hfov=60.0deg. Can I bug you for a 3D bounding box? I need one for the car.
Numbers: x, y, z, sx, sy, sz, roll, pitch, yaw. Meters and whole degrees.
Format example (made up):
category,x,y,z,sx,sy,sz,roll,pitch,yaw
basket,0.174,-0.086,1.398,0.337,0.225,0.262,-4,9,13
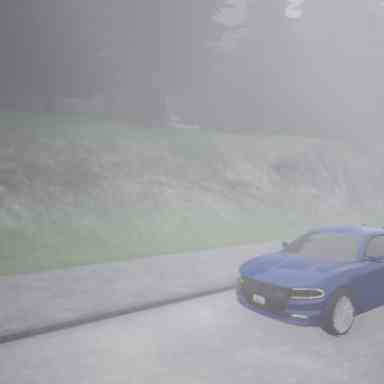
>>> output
category,x,y,z,sx,sy,sz,roll,pitch,yaw
car,3.114,1.454,6.820,5.008,1.535,1.882,0,0,-35
